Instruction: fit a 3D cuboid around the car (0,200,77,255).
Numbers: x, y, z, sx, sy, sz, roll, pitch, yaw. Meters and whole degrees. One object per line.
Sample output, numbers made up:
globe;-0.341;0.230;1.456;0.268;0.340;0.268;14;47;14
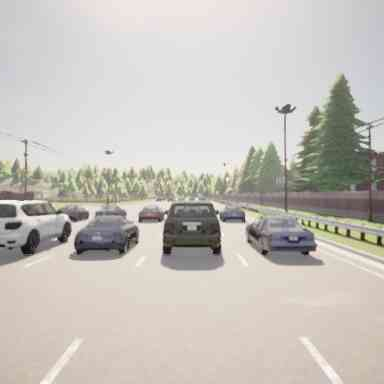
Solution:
car;-7.000;1.348;14.020;2.150;2.045;5.566;0;0;0

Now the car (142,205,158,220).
car;-3.496;1.837;29.289;1.994;1.385;4.181;0;0;0

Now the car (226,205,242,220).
car;3.504;1.837;29.283;1.994;1.385;4.181;0;0;0

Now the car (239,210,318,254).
car;3.500;1.678;13.985;2.033;1.411;5.357;0;-1;0

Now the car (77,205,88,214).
car;-10.496;1.838;29.311;1.994;1.385;4.181;0;0;0

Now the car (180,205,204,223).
car;0.000;1.872;29.101;1.895;1.301;4.718;0;0;0

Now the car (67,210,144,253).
car;-3.495;1.698;14.276;1.994;1.385;4.181;0;0;0

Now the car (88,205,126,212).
car;-7.001;1.818;28.984;2.033;1.411;5.357;0;-1;0

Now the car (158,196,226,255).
car;0.000;1.348;14.021;2.150;2.045;5.566;0;0;0
